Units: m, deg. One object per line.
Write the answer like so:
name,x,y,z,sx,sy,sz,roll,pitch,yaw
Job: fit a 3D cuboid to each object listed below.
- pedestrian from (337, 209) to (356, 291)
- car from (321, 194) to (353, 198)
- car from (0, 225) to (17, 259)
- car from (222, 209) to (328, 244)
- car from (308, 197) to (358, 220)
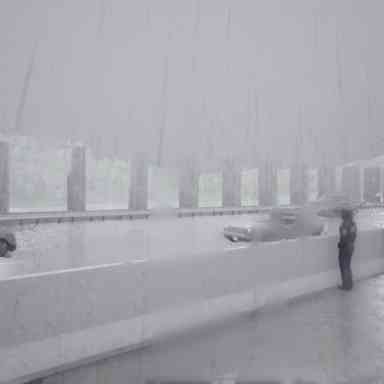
pedestrian,3.529,1.294,7.610,0.375,1.860,0.375,0,0,-33
car,14.372,1.223,34.018,5.566,2.045,2.150,0,0,-31
car,-8.137,1.564,10.987,4.181,1.385,1.994,0,0,-36
car,3.638,1.601,14.820,4.718,1.301,1.895,0,0,-33
car,12.185,1.491,28.548,4.902,1.511,2.128,0,0,-32
